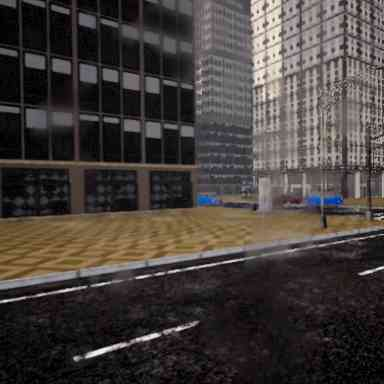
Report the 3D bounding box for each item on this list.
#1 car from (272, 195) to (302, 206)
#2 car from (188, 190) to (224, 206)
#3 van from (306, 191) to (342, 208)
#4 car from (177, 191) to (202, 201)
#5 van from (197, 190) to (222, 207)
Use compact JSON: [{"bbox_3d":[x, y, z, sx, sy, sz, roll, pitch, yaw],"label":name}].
[{"bbox_3d":[11.912,1.005,42.687,1.887,1.381,4.507,-1,1,-34],"label":"car"},{"bbox_3d":[1.911,0.745,47.100,2.150,2.045,5.566,-1,1,-34],"label":"car"},{"bbox_3d":[15.088,0.828,38.149,1.690,1.788,3.998,-1,1,-34],"label":"van"},{"bbox_3d":[-0.523,0.664,61.020,2.192,1.841,5.009,-1,1,-34],"label":"car"},{"bbox_3d":[1.848,0.932,42.563,1.690,1.788,3.998,-1,1,-34],"label":"van"}]
